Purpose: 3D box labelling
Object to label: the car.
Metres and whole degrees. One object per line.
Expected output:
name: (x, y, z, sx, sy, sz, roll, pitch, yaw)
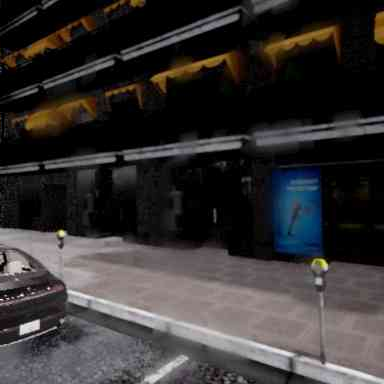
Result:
car: (-3.921, 1.565, 5.690, 4.403, 1.369, 2.008, 0, -1, 36)
